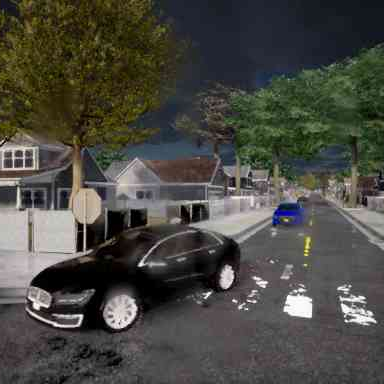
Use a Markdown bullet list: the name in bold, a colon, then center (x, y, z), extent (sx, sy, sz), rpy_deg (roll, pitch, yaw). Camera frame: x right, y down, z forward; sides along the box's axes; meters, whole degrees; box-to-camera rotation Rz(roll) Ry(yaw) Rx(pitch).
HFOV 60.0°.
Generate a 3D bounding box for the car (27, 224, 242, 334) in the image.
- **car**: center (-0.815, 1.506, 6.996), extent (1.837, 1.490, 4.892), rpy_deg (0, 0, 41)

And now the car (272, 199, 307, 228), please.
- **car**: center (6.670, 1.479, 22.792), extent (1.882, 1.535, 5.008), rpy_deg (0, 0, 20)

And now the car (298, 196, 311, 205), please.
- **car**: center (15.741, 1.372, 47.173), extent (1.837, 1.490, 4.892), rpy_deg (0, 0, 20)
